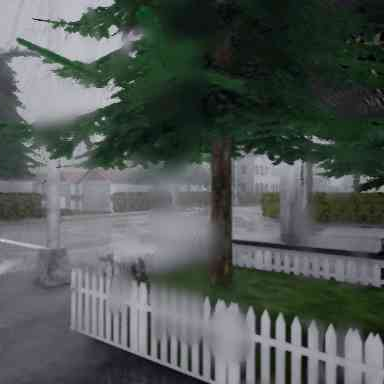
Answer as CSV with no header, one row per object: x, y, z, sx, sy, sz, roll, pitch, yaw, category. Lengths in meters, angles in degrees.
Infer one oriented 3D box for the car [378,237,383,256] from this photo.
6.880,1.322,8.206,3.866,1.878,1.905,0,0,35,car
